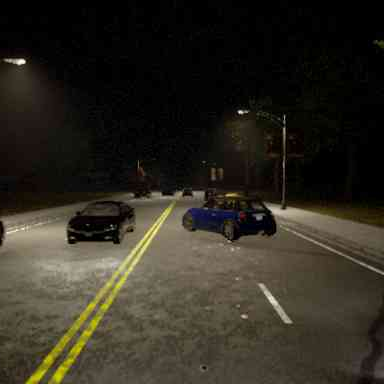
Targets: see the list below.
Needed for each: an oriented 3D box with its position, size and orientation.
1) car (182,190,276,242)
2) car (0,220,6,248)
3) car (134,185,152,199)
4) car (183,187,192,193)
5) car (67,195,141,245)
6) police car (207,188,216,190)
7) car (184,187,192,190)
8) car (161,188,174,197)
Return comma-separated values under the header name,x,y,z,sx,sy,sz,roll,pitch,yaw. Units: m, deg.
name,x,y,z,sx,sy,sz,roll,pitch,yaw
car,1.445,0.970,14.556,2.097,1.767,4.553,-1,2,-32
car,-6.711,1.266,8.408,2.128,1.511,4.902,0,1,-1
car,-7.236,-0.068,49.663,2.150,2.045,5.566,0,2,0
car,-1.013,-0.395,76.970,1.895,1.301,4.718,0,1,-1
car,-3.531,1.115,13.714,1.882,1.535,5.008,0,1,-1
police car,2.796,0.529,34.547,1.930,1.638,5.238,0,1,-1
car,-0.714,0.127,54.988,2.033,1.411,5.357,0,1,-1
car,-4.048,0.029,56.006,1.882,1.535,5.008,0,1,0
